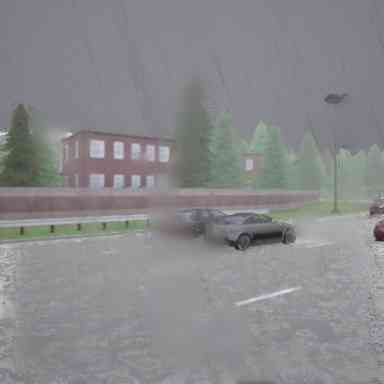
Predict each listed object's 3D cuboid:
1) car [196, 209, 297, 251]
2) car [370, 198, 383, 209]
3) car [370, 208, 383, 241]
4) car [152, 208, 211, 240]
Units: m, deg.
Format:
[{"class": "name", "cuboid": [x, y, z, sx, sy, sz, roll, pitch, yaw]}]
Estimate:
[{"class": "car", "cuboid": [2.568, 1.570, 14.176, 4.181, 1.385, 1.994, 0, 0, -35]}, {"class": "car", "cuboid": [19.000, 1.371, 32.384, 2.097, 1.767, 4.553, 0, 0, 43]}, {"class": "car", "cuboid": [10.240, 1.574, 15.417, 4.181, 1.385, 1.994, 0, 0, -37]}, {"class": "car", "cuboid": [0.620, 1.554, 17.087, 5.357, 1.411, 2.033, 0, 0, -36]}]
